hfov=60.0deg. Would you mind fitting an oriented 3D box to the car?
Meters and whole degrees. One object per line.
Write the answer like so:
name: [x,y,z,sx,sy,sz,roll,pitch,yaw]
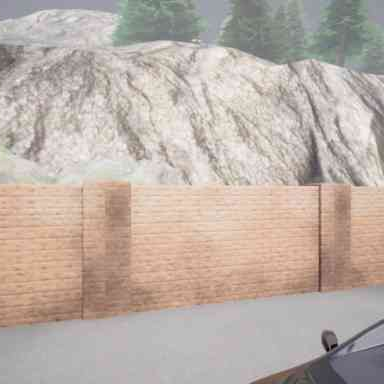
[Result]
car: [2.067,1.492,1.964,4.902,1.511,2.128,0,0,-19]
